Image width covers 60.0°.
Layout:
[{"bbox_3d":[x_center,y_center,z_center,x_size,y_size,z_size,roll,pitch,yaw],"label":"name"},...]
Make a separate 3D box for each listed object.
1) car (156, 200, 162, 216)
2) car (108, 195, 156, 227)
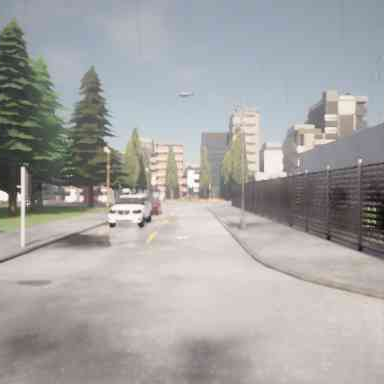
[{"bbox_3d":[-4.070,1.457,32.770,1.882,1.535,5.008,0,0,0],"label":"car"},{"bbox_3d":[-4.074,1.207,22.757,2.150,2.045,5.566,0,0,1],"label":"car"}]
